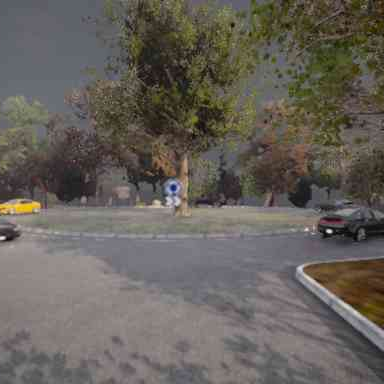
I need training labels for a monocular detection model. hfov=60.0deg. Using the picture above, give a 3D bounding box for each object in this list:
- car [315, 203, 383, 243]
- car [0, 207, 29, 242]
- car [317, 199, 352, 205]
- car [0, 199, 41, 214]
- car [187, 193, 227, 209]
[{"bbox_3d":[8.095,1.480,16.057,4.892,1.490,1.837,0,1,-33],"label":"car"},{"bbox_3d":[-10.119,1.525,15.220,5.357,1.411,2.033,0,0,32],"label":"car"},{"bbox_3d":[14.094,1.441,32.843,2.128,1.511,4.902,0,0,-11],"label":"car"},{"bbox_3d":[-17.083,1.429,32.492,1.882,1.535,5.008,-1,0,16],"label":"car"},{"bbox_3d":[1.898,1.147,44.544,5.566,2.045,2.150,0,0,12],"label":"car"}]
